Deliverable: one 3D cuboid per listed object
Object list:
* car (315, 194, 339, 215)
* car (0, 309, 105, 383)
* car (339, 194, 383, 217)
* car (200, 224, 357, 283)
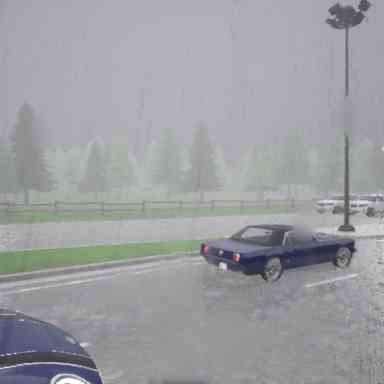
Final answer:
[{"bbox_3d":[15.221,1.232,34.335,5.566,2.045,2.150,0,0,-29],"label":"car"},{"bbox_3d":[-2.717,1.350,1.709,4.553,1.767,2.097,0,0,-36],"label":"car"},{"bbox_3d":[16.860,1.234,31.244,5.566,2.045,2.150,0,0,-29],"label":"car"},{"bbox_3d":[2.673,1.602,9.674,4.718,1.301,1.895,0,0,-32],"label":"car"}]
